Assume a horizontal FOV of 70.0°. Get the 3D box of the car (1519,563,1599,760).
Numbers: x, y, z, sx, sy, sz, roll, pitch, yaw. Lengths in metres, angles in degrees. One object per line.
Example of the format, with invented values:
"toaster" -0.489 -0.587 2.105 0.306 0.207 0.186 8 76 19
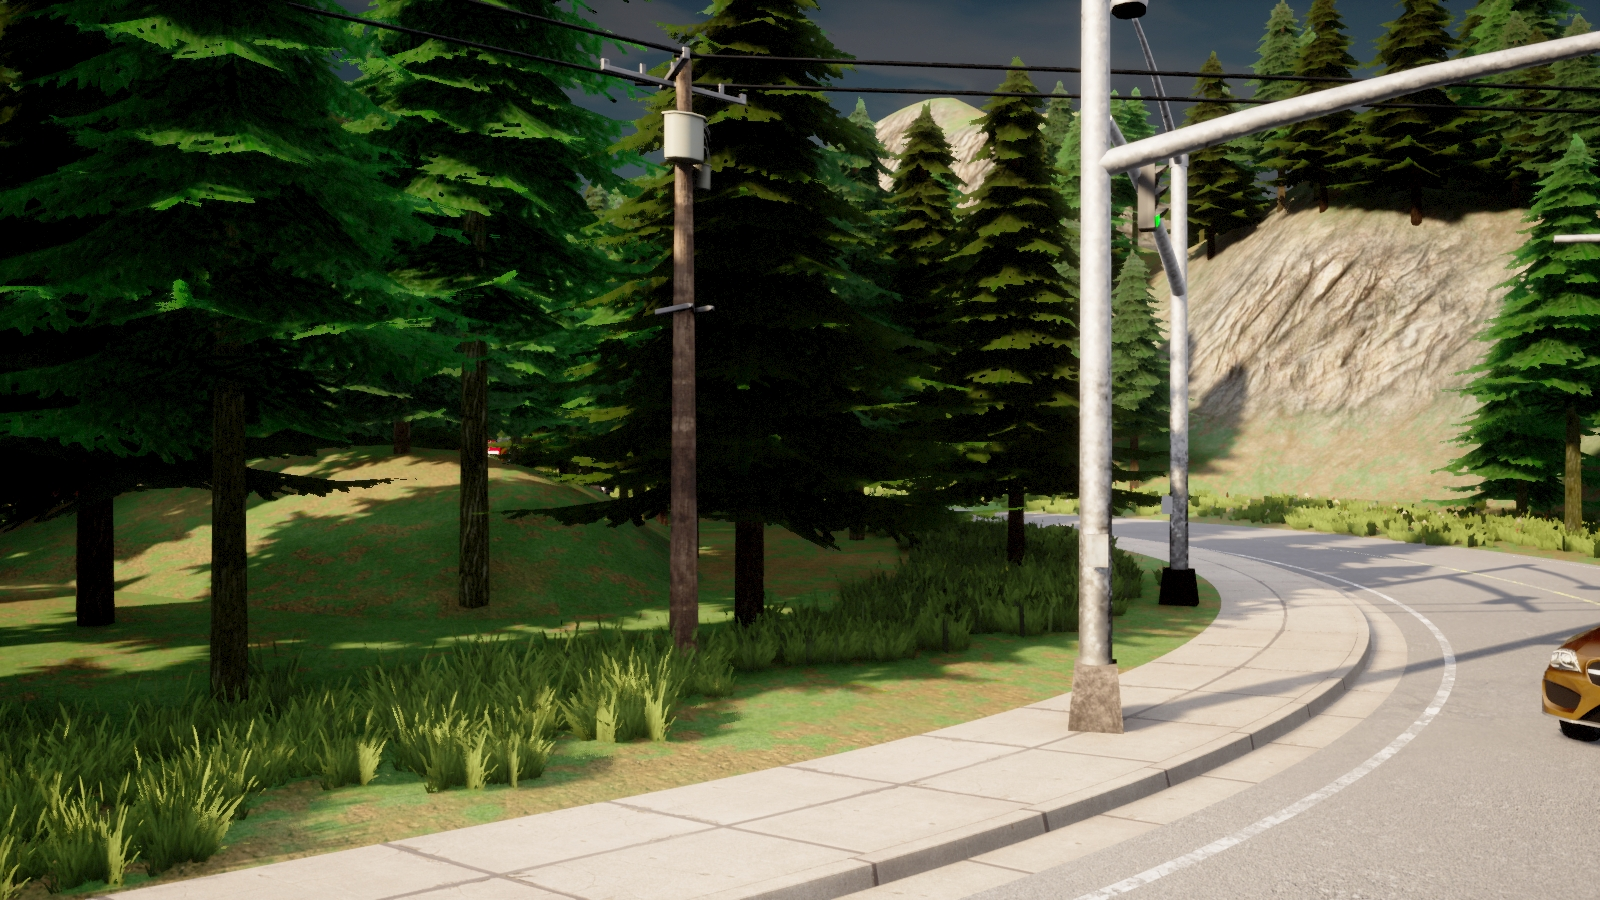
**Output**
"car" 9.577 1.970 11.147 5.027 1.651 2.152 0 0 -29
